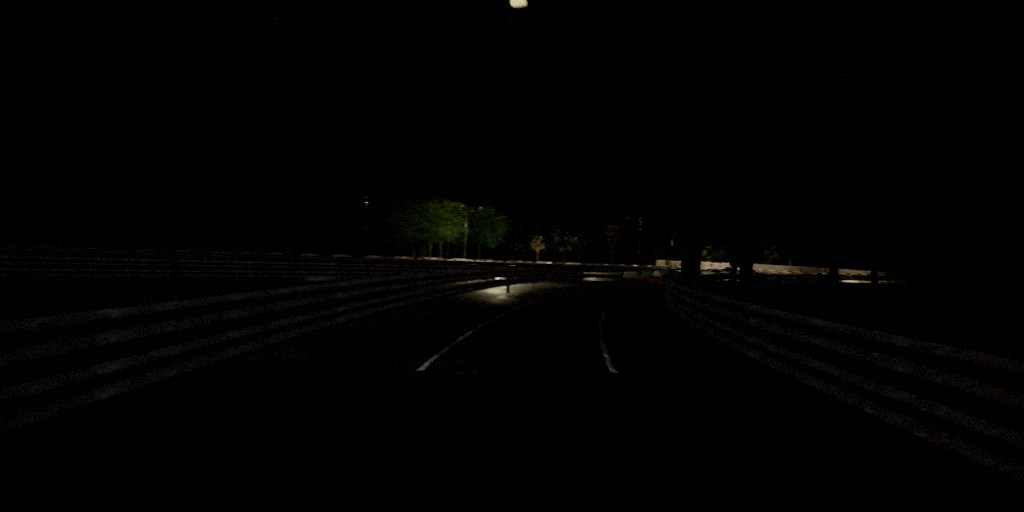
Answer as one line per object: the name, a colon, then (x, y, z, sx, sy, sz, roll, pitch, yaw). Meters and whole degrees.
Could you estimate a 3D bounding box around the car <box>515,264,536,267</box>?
car: (1.467, 1.556, 35.467, 5.357, 1.411, 2.033, 3, 0, -33)

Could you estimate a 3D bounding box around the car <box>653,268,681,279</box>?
car: (20.722, 2.388, 47.590, 4.674, 1.442, 1.812, 3, 0, -31)

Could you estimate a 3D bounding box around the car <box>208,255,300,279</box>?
car: (-16.675, 0.699, 23.497, 4.892, 1.490, 1.837, 3, 0, -34)
